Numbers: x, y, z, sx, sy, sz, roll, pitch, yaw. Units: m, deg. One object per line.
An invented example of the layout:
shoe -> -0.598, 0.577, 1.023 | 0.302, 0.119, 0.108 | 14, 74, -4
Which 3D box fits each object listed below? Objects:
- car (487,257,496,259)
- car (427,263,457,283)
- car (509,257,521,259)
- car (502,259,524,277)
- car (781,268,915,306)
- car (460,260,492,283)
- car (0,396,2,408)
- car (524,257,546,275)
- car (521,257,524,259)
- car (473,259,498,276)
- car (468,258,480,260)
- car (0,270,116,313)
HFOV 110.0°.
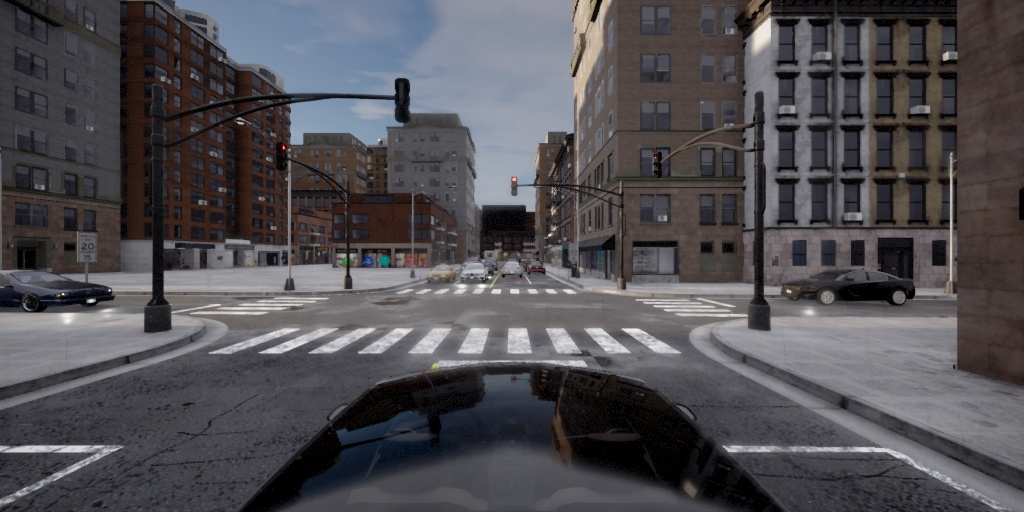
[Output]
car -> -2.862, 1.244, 48.075 | 2.128, 1.511, 4.902 | 0, 0, 0
car -> -5.403, 1.276, 27.945 | 1.751, 1.417, 4.829 | 0, 0, 0
car -> 0.068, 1.106, 59.576 | 2.097, 1.767, 4.553 | 0, 0, 0
car -> 0.026, 1.277, 35.886 | 1.812, 1.442, 4.674 | 0, 0, 1
car -> 14.764, 1.310, 15.921 | 5.008, 1.535, 1.882 | 0, 0, -1
car -> -2.862, 1.276, 28.086 | 1.812, 1.442, 4.674 | 0, 0, 0
car -> -5.388, 1.300, 1.270 | 2.007, 1.370, 4.403 | 0, 0, 0
car -> 2.616, 1.191, 39.443 | 1.967, 1.591, 4.097 | 0, 0, 0
car -> 2.612, 1.067, 45.105 | 2.192, 1.841, 5.009 | 0, 0, 0
car -> -2.858, 1.315, 37.879 | 1.994, 1.385, 4.181 | 0, 0, 1
car -> -5.413, 1.303, 45.101 | 2.007, 1.370, 4.403 | 0, 0, 0
car -> -17.810, 1.215, 12.912 | 5.357, 1.411, 2.033 | 0, 0, 0
